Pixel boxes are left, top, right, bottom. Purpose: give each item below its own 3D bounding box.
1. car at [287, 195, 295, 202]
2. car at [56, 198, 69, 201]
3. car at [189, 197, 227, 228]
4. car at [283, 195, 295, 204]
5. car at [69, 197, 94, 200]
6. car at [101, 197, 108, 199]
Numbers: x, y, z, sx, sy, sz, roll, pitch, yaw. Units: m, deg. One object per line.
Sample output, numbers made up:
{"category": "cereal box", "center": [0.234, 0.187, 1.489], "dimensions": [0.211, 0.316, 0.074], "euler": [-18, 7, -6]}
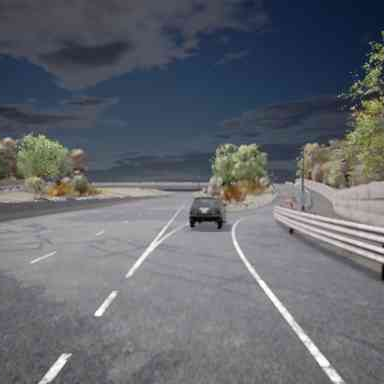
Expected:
{"category": "car", "center": [26.345, 1.674, 88.462], "dimensions": [1.837, 1.490, 4.892], "euler": [0, 3, 19]}
{"category": "car", "center": [-24.483, 1.813, 63.353], "dimensions": [1.882, 1.535, 5.008], "euler": [0, 0, 0]}
{"category": "car", "center": [1.231, 1.353, 23.510], "dimensions": [2.150, 2.045, 5.566], "euler": [0, -1, 10]}
{"category": "car", "center": [22.835, 2.080, 78.951], "dimensions": [2.097, 1.767, 4.553], "euler": [0, 2, 21]}
{"category": "car", "center": [-20.987, 1.845, 63.527], "dimensions": [2.128, 1.511, 4.902], "euler": [0, 0, 0]}
{"category": "car", "center": [-20.979, 1.960, 79.658], "dimensions": [2.128, 1.511, 4.902], "euler": [0, 0, 0]}
